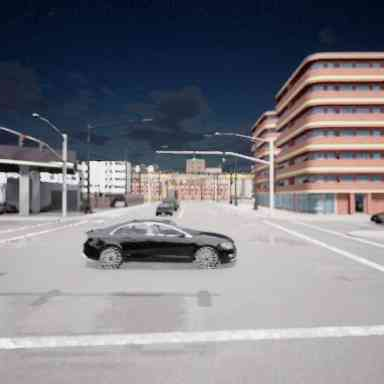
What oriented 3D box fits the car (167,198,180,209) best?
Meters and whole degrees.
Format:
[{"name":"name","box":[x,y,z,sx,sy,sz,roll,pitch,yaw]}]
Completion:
[{"name":"car","box":[-3.310,2.071,60.505,2.097,1.767,4.553,0,-1,0]}]

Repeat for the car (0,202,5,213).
[{"name":"car","box":[-23.319,1.721,35.702,4.611,1.667,2.242,0,-1,1]}]

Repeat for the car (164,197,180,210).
[{"name":"car","box":[-3.250,1.803,48.884,2.150,2.045,5.566,0,-1,-1]}]

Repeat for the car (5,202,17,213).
[{"name":"car","box":[-24.037,1.950,41.451,3.806,1.475,1.970,0,-1,1]}]

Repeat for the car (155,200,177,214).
[{"name":"car","box":[-3.151,2.007,38.576,2.033,1.411,5.357,0,-1,-1]}]

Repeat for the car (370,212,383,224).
[{"name":"car","box":[16.195,1.870,25.785,4.181,1.385,1.994,0,-1,0]}]

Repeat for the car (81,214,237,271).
[{"name":"car","box":[-1.029,1.629,10.819,4.902,1.511,2.128,0,-1,0]}]
